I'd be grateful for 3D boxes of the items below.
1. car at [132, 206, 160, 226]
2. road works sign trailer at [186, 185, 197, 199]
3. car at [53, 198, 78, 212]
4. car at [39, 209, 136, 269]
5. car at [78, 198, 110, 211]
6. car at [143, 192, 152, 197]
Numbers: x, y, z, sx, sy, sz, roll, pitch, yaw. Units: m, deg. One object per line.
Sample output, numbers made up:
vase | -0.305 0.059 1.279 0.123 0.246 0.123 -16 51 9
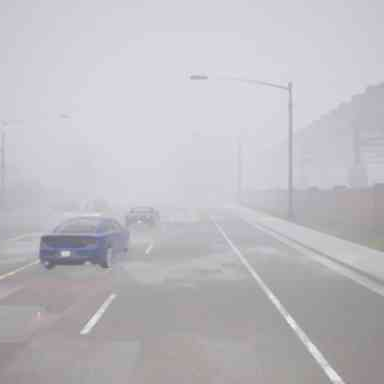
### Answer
car | -3.432 1.657 23.931 1.895 1.301 4.718 0 0 0
road works sign trailer | 0.022 -0.014 87.232 2.380 3.560 2.880 0 0 0
car | -14.086 1.470 37.696 1.812 1.442 4.674 0 0 0
car | -3.422 1.558 11.523 1.882 1.535 5.008 0 -1 0
car | -10.587 1.440 37.286 2.128 1.511 4.902 0 0 0
car | -10.481 0.714 78.246 1.837 1.490 4.892 0 0 0
